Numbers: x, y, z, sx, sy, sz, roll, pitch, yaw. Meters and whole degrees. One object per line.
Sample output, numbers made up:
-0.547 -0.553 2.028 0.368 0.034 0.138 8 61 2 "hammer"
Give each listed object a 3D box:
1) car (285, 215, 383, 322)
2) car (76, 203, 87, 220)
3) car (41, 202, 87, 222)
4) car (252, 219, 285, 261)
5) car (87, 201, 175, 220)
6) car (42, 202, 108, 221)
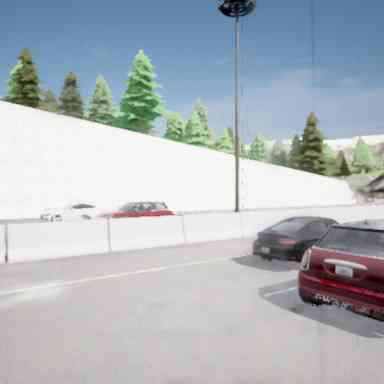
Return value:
4.269 1.332 6.773 4.553 1.767 2.097 0 0 -35 "car"
-4.831 1.545 22.019 4.718 1.301 1.895 0 0 -35 "car"
-8.299 1.466 23.850 4.674 1.442 1.812 0 0 -35 "car"
3.984 1.496 10.862 4.674 1.442 1.812 0 0 -35 "car"
-3.213 1.303 18.874 4.553 1.767 2.097 0 0 -35 "car"
-9.538 1.533 27.263 4.718 1.301 1.895 0 0 -35 "car"
